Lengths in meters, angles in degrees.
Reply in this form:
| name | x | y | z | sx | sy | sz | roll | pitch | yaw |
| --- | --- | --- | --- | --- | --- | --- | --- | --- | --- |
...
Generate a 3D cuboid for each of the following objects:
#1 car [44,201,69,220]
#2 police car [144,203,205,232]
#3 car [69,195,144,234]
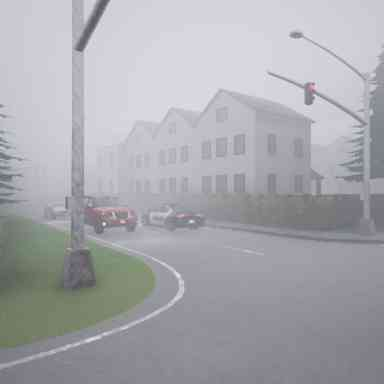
| name | x | y | z | sx | sy | sz | roll | pitch | yaw |
| --- | --- | --- | --- | --- | --- | --- | --- | --- | --- |
| car | -11.276 | 1.530 | 28.302 | 1.812 | 1.442 | 4.674 | 0 | 0 | -35 |
| police car | -1.407 | 1.499 | 20.494 | 2.038 | 1.542 | 4.974 | 0 | 0 | -35 |
| car | -5.250 | 1.221 | 19.768 | 2.150 | 2.045 | 5.566 | 0 | 0 | -35 |
